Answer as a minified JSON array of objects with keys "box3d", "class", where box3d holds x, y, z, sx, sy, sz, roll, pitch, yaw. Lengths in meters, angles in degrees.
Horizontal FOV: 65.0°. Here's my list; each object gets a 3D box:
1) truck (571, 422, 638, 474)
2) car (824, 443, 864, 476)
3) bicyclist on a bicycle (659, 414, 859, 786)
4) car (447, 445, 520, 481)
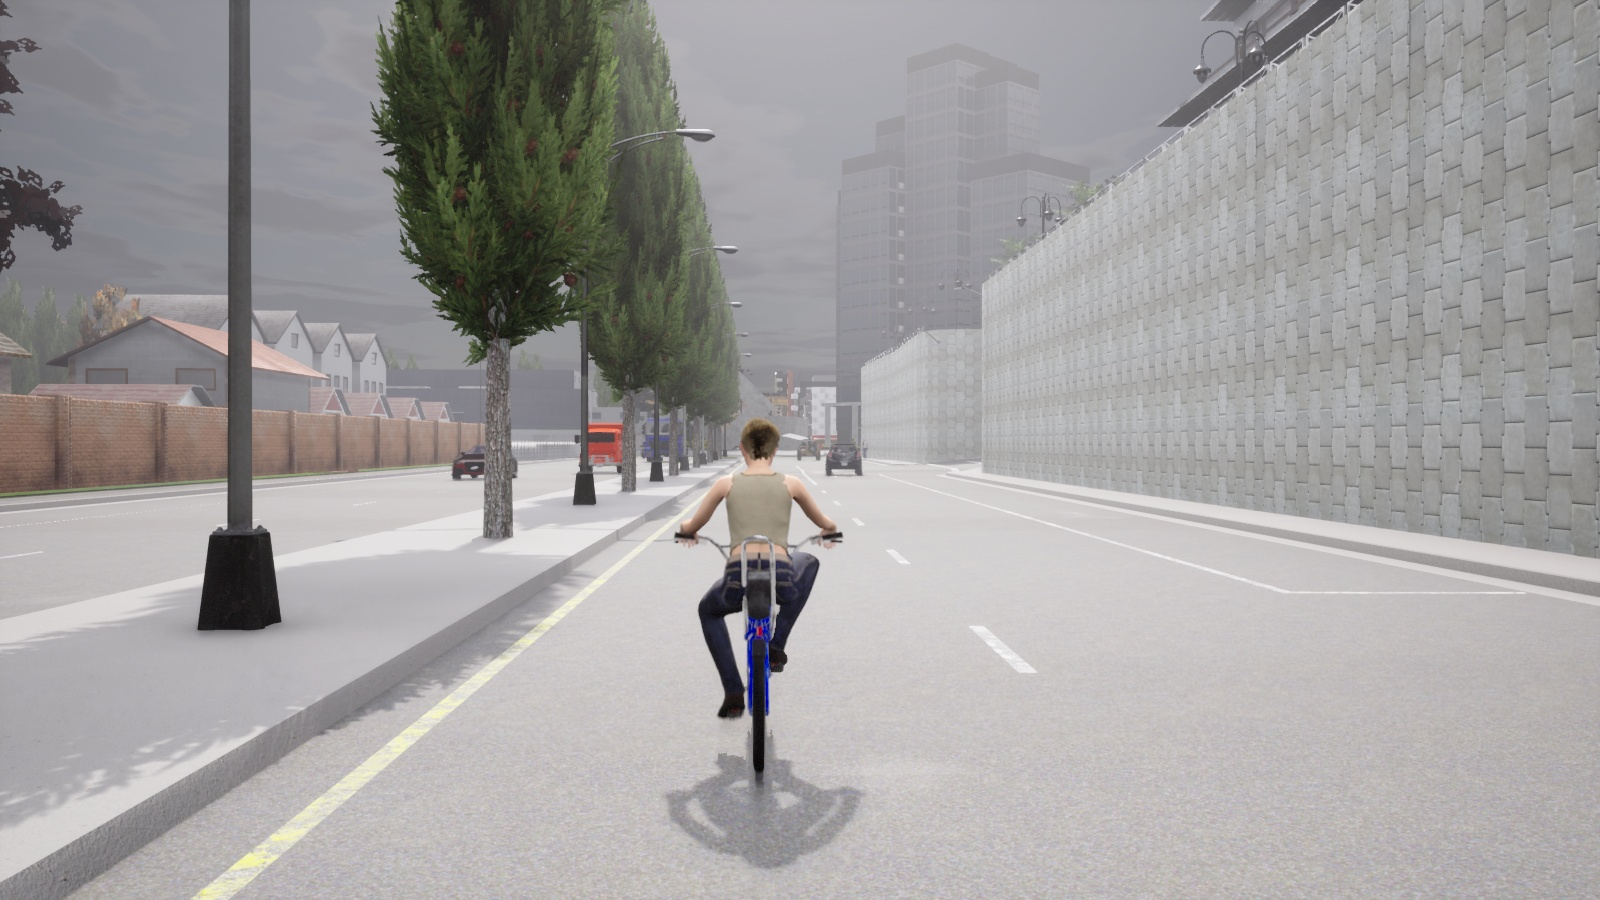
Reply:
[{"box3d":[-9.608,-0.113,62.247,2.627,2.467,5.204,0,0,-2],"class":"truck"},{"box3d":[2.068,0.441,59.381,1.845,1.501,3.633,0,0,2],"class":"car"},{"box3d":[-0.202,0.648,6.217,0.866,1.612,1.509,0,0,-2],"class":"bicyclist on a bicycle"},{"box3d":[-12.838,0.488,51.249,1.994,1.385,4.181,0,0,-1],"class":"car"}]
